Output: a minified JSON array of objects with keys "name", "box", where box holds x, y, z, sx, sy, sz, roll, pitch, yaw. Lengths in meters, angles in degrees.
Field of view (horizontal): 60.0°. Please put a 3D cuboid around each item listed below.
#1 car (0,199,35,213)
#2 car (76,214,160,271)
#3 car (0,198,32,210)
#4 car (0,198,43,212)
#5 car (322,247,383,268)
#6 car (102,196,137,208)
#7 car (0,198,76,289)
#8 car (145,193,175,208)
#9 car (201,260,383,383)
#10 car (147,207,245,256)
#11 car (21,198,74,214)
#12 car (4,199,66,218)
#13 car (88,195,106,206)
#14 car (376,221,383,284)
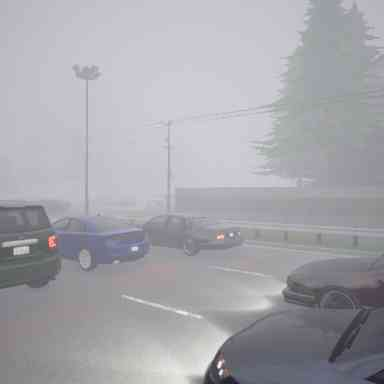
[{"name":"car","box":[-20.000,1.509,36.330,1.837,1.490,4.892,0,-1,37]},{"name":"car","box":[-3.619,1.478,11.044,5.008,1.535,1.882,0,0,37]},{"name":"car","box":[-23.665,1.509,43.097,1.837,1.490,4.892,0,-1,37]},{"name":"car","box":[-21.110,1.495,40.672,2.128,1.511,4.902,0,0,37]},{"name":"car","box":[4.256,1.547,5.207,5.357,1.411,2.033,0,0,37]},{"name":"car","box":[-10.374,1.603,49.081,1.895,1.301,4.718,0,0,37]},{"name":"car","box":[-5.435,1.222,8.028,5.566,2.045,2.150,0,0,37]},{"name":"car","box":[-3.956,1.224,45.962,2.150,2.045,5.566,0,0,37]},{"name":"car","box":[2.107,1.564,2.439,4.181,1.385,1.994,0,0,37]},{"name":"car","box":[-0.625,1.548,13.172,5.357,1.411,2.033,0,0,37]},{"name":"car","box":[-15.662,1.495,36.269,2.128,1.511,4.902,0,0,37]},{"name":"car","box":[-14.778,1.479,31.632,1.882,1.535,5.008,0,0,37]},{"name":"car","box":[-15.013,1.354,54.548,2.097,1.767,4.553,0,0,37]},{"name":"car","box":[6.967,1.526,7.551,4.674,1.442,1.812,0,0,37]}]
